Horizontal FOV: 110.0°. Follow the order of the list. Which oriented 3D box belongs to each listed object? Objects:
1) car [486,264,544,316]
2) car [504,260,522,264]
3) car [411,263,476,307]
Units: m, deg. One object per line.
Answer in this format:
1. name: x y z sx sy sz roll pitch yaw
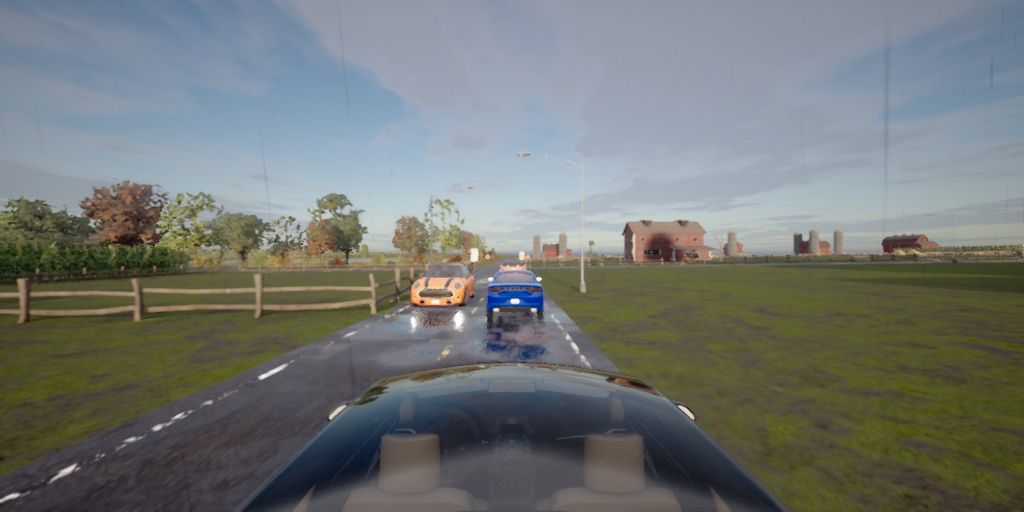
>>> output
1. car: 0.107 1.240 13.463 1.882 1.535 5.008 0 0 0
2. car: 0.085 1.132 29.220 2.097 1.767 4.553 0 0 0
3. car: -2.822 1.122 15.541 2.097 1.767 4.553 0 0 0
